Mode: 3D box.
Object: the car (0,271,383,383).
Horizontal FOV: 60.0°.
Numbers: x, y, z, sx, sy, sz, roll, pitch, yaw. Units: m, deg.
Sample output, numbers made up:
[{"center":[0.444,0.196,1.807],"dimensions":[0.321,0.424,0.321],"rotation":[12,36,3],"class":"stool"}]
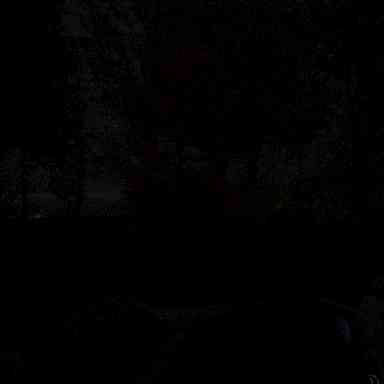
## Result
[{"center":[-0.042,1.544,2.920],"dimensions":[5.357,1.411,2.033],"rotation":[0,0,-36],"class":"car"}]
